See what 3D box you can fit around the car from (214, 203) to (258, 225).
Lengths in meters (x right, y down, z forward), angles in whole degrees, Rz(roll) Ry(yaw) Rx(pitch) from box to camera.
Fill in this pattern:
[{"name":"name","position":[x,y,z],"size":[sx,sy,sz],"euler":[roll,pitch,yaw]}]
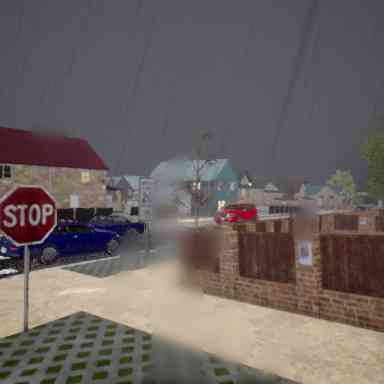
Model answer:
[{"name":"car","position":[4.226,2.038,30.773],"size":[2.150,2.045,5.566],"euler":[1,-1,35]}]

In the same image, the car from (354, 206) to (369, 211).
[{"name":"car","position":[36.251,3.808,71.694],"size":[1.812,1.442,4.674],"euler":[1,-1,35]}]

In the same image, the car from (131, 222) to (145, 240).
[{"name":"car","position":[-4.768,1.963,17.897],"size":[1.895,1.301,4.718],"euler":[1,-1,35]}]

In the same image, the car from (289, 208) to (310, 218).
[{"name":"car","position":[15.008,2.938,46.061],"size":[1.812,1.442,4.674],"euler":[1,-1,35]}]

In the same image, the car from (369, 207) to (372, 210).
[{"name":"car","position":[41.872,4.213,79.752],"size":[2.033,1.411,5.357],"euler":[1,-1,35]}]

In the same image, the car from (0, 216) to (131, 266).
[{"name":"car","position":[-4.836,1.809,12.822],"size":[1.812,1.442,4.674],"euler":[1,-1,35]}]
